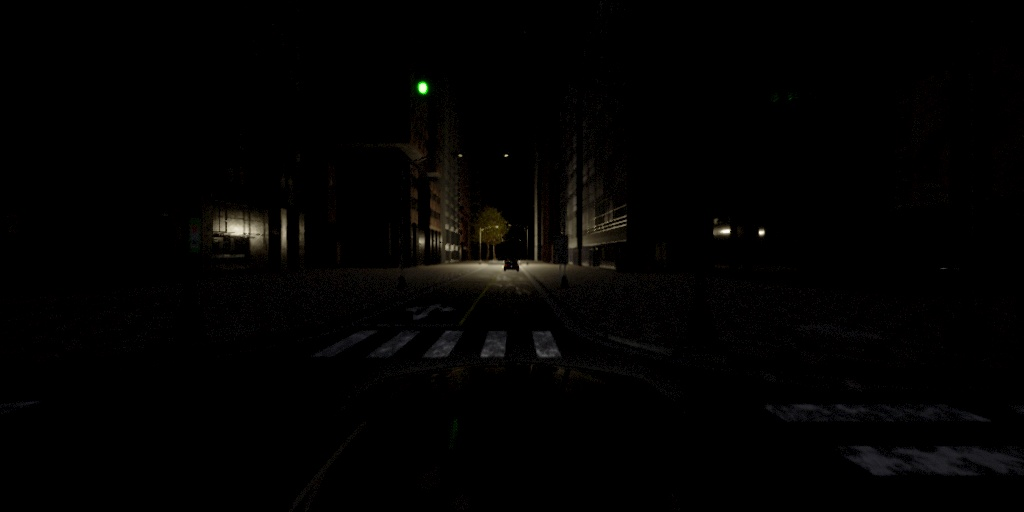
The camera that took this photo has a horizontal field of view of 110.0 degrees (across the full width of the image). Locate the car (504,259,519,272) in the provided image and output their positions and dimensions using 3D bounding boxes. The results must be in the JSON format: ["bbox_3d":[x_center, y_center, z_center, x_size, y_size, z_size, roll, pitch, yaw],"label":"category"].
[{"bbox_3d":[-0.072,1.243,45.915,1.994,1.385,4.181,0,0,0],"label":"car"}]
